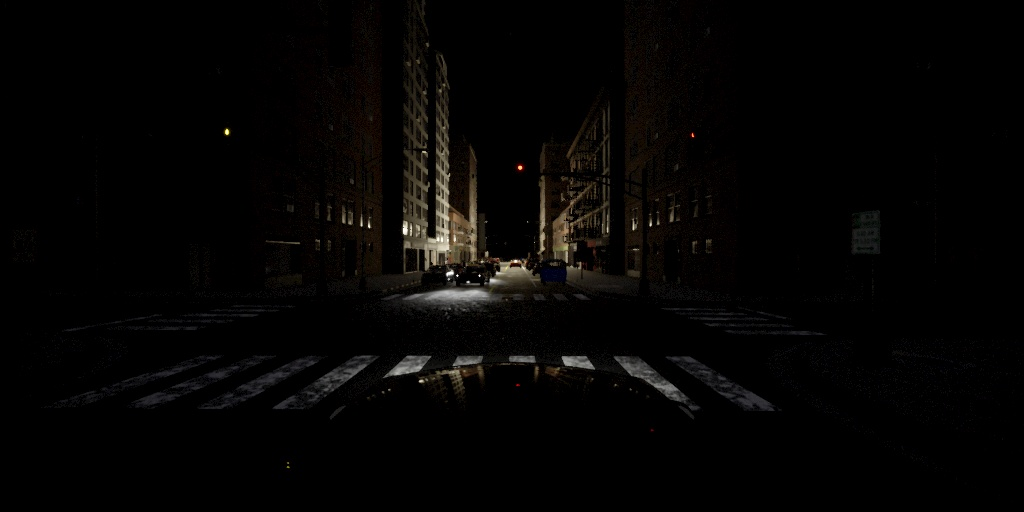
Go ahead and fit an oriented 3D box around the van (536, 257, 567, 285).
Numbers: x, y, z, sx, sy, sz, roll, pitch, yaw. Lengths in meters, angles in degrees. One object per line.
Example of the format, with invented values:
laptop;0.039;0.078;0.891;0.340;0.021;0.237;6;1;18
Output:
van;2.839;1.089;25.345;1.690;1.789;3.998;0;0;1

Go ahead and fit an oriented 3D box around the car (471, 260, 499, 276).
car;-2.558;1.349;35.126;1.895;1.301;4.718;0;0;0

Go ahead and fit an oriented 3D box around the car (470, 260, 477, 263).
car;-4.988;1.269;47.964;1.751;1.417;4.829;0;0;1

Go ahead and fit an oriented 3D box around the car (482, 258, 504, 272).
car;-2.465;1.309;45.180;1.994;1.385;4.181;0;0;1

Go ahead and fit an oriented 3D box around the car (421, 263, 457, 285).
car;-5.186;1.299;25.407;2.007;1.370;4.403;0;0;1

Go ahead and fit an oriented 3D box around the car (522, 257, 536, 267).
car;3.088;1.054;53.751;2.192;1.841;5.009;0;0;1

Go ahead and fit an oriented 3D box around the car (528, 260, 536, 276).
car;2.939;1.329;36.707;1.802;1.307;4.207;0;0;1

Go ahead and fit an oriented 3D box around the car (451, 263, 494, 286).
car;-2.659;1.349;25.115;1.895;1.301;4.718;0;0;4

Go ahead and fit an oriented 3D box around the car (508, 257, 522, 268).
car;0.601;1.336;59.026;1.895;1.301;4.718;0;0;1

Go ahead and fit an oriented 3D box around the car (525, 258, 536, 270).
car;3.038;1.325;48.070;1.802;1.307;4.207;0;0;1
